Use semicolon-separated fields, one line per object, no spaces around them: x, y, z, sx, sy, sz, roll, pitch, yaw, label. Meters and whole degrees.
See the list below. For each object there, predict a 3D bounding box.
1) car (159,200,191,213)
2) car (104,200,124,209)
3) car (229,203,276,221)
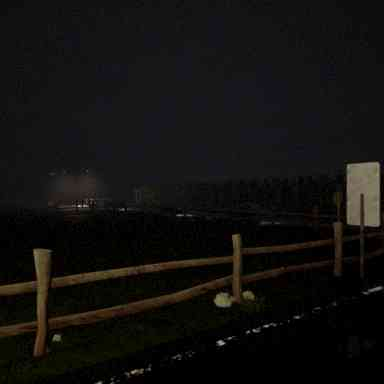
-2.041;1.764;39.158;1.837;1.490;4.892;0;0;-37;car
-12.637;1.972;54.222;2.033;1.411;5.357;0;0;-35;car
5.148;1.684;29.069;1.812;1.442;4.674;0;0;-35;car
